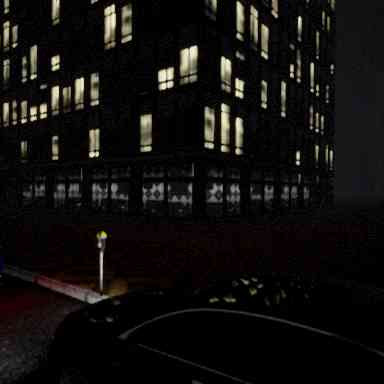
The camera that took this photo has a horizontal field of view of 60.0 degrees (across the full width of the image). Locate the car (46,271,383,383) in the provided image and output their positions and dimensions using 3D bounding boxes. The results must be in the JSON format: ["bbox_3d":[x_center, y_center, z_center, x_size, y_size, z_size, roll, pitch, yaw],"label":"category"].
[{"bbox_3d":[0.654,1.492,2.835,4.892,1.490,1.837,1,0,38],"label":"car"}]

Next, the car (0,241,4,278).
[{"bbox_3d":[-6.643,1.384,7.316,5.008,1.535,1.882,1,0,15],"label":"car"}]
